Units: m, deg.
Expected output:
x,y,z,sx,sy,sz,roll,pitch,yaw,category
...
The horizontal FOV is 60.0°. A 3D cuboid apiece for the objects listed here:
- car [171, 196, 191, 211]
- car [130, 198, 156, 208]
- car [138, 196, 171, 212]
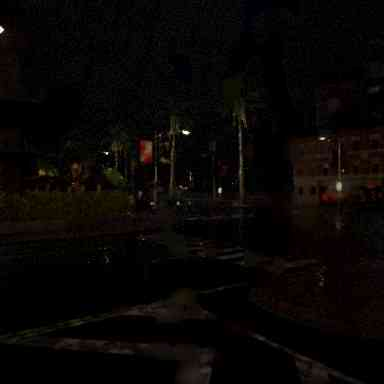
x,y,z,sx,sy,sz,roll,pitch,yaw,category
-2.038,1.335,41.393,2.097,1.767,4.553,0,0,-35,car
-7.198,1.584,48.758,1.895,1.301,4.718,0,0,-35,car
-4.874,1.338,39.336,2.097,1.767,4.553,0,0,-35,car
